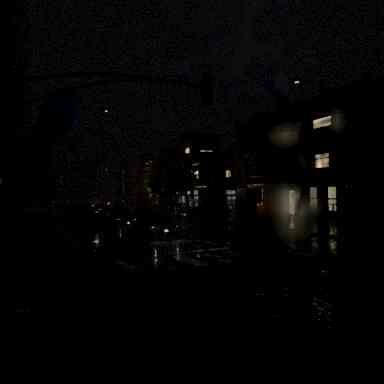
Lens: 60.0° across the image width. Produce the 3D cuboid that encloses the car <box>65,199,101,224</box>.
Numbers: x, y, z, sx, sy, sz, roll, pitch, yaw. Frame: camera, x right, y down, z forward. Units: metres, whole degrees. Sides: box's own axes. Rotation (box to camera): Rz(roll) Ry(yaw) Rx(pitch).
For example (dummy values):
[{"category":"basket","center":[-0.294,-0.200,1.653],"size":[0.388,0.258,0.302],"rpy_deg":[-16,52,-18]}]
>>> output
[{"category":"car","center":[-10.012,1.852,30.340],"size":[2.192,1.841,5.009],"rpy_deg":[-2,0,-24]}]

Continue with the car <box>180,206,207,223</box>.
[{"category":"car","center":[-0.188,1.926,29.364],"size":[2.008,1.369,4.403],"rpy_deg":[-2,0,-24]}]

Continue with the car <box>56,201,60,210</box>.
[{"category":"car","center":[-23.465,2.383,61.492],"size":[2.192,1.841,5.009],"rpy_deg":[-2,0,-24]}]

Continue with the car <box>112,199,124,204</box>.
[{"category":"car","center":[-13.570,2.213,59.755],"size":[2.192,1.841,5.009],"rpy_deg":[-2,0,-24]}]

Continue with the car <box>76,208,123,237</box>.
[{"category":"car","center":[-5.901,1.940,20.847],"size":[1.947,1.339,4.313],"rpy_deg":[-2,0,-24]}]

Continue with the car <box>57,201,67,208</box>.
[{"category":"car","center":[-30.087,2.873,76.712],"size":[1.887,1.381,4.507],"rpy_deg":[-2,0,-24]}]

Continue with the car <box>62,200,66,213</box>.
[{"category":"car","center":[-14.344,2.150,40.524],"size":[1.967,1.590,4.097],"rpy_deg":[-2,0,-24]}]

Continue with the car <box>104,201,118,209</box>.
[{"category":"car","center":[-15.840,2.512,64.984],"size":[1.752,1.417,4.829],"rpy_deg":[-2,0,-24]}]

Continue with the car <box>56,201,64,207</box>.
[{"category":"car","center":[-34.439,3.024,86.705],"size":[1.752,1.417,4.829],"rpy_deg":[-2,0,-24]}]

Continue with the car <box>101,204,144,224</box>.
[{"category":"car","center":[-5.880,1.992,27.633],"size":[2.033,1.411,5.357],"rpy_deg":[-1,-1,-24]}]

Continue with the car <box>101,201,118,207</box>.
[{"category":"car","center":[-9.909,2.108,36.914],"size":[1.837,1.490,4.892],"rpy_deg":[-1,-1,-23]}]

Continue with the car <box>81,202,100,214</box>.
[{"category":"car","center":[-14.977,2.298,48.717],"size":[2.128,1.511,4.902],"rpy_deg":[-1,-1,-23]}]

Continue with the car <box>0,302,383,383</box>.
[{"category":"car","center":[-0.597,1.602,2.074],"size":[4.718,1.301,1.895],"rpy_deg":[0,0,-22]}]

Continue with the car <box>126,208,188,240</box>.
[{"category":"car","center":[-2.132,1.861,19.040],"size":[1.994,1.385,4.181],"rpy_deg":[-1,-1,-24]}]

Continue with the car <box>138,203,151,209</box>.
[{"category":"car","center":[-6.630,2.176,43.864],"size":[2.008,1.369,4.403],"rpy_deg":[-2,0,-24]}]

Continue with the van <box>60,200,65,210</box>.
[{"category":"van","center":[-19.046,2.236,51.344],"size":[1.690,1.788,3.998],"rpy_deg":[-2,0,-24]}]
